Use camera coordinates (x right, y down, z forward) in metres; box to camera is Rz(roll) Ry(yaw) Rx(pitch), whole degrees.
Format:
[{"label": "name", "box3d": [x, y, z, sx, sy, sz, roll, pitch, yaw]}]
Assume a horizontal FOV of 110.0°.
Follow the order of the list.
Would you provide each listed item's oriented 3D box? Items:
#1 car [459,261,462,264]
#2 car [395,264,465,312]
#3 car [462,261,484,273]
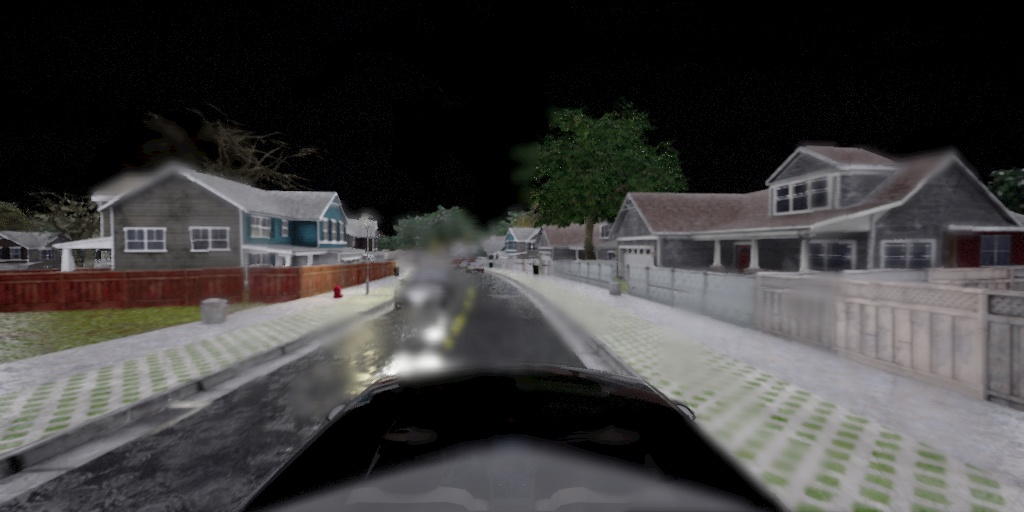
[{"label": "car", "box3d": [-7.178, 1.463, 54.977, 1.994, 1.385, 4.181, -1, 0, -16]}, {"label": "car", "box3d": [-3.281, 1.252, 14.465, 2.128, 1.511, 4.902, 0, 0, -3]}, {"label": "car", "box3d": [-4.610, 1.375, 44.478, 2.033, 1.411, 5.357, 0, 0, -13]}]
